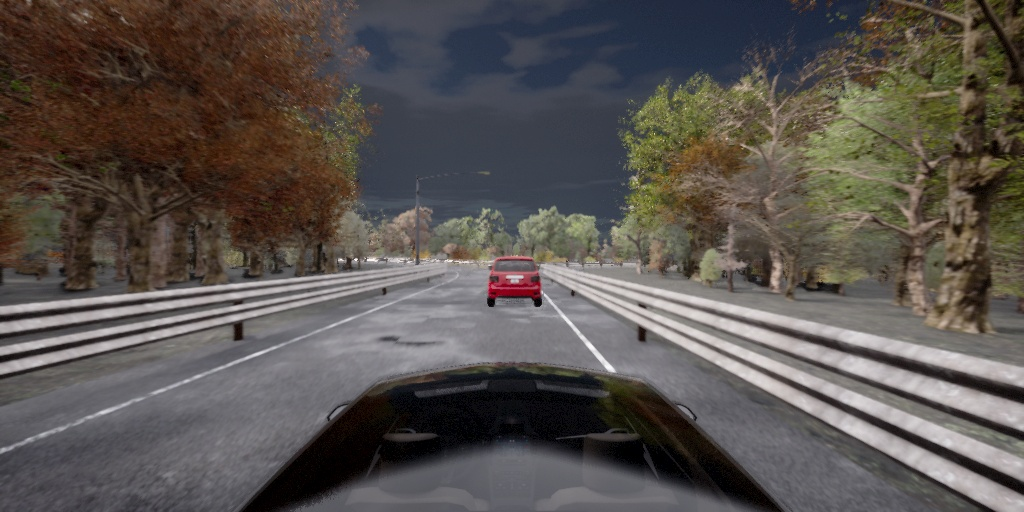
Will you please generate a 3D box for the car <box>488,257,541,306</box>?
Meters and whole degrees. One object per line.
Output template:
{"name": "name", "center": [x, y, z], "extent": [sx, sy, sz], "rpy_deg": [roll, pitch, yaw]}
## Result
{"name": "car", "center": [0.109, 1.042, 16.276], "extent": [2.150, 2.045, 5.566], "rpy_deg": [0, 0, 0]}
